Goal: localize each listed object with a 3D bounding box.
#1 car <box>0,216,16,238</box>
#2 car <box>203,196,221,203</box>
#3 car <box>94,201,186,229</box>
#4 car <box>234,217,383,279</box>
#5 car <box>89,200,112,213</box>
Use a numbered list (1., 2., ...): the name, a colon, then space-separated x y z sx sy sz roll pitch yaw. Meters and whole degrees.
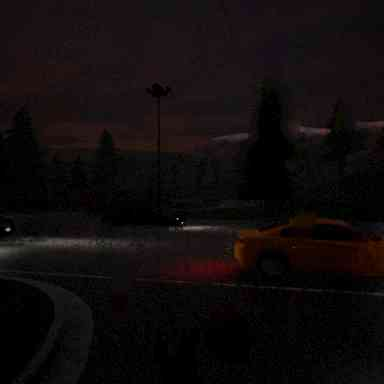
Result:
1. car: -10.924 1.493 16.015 4.902 1.511 2.128 0 0 13
2. car: 4.119 1.494 69.131 1.994 1.385 4.181 0 0 -40
3. car: -3.183 1.532 21.413 5.357 1.411 2.033 0 0 13
4. car: 3.667 1.464 9.055 5.008 1.535 1.882 0 0 13
5. car: -8.702 1.544 35.195 4.181 1.385 1.994 0 0 -26
